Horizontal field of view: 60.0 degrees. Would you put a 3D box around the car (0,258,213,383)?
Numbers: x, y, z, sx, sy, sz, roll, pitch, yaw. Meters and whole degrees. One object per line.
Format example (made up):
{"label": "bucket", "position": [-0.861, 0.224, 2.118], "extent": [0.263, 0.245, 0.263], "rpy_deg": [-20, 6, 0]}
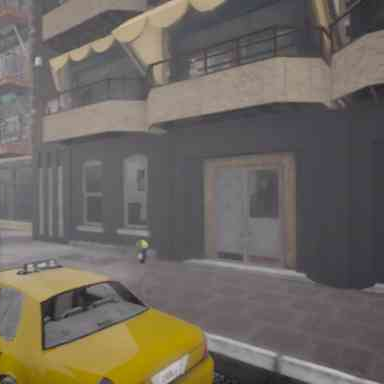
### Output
{"label": "car", "position": [-2.067, 1.522, 4.206], "extent": [4.829, 1.417, 1.752], "rpy_deg": [0, -1, 35]}
